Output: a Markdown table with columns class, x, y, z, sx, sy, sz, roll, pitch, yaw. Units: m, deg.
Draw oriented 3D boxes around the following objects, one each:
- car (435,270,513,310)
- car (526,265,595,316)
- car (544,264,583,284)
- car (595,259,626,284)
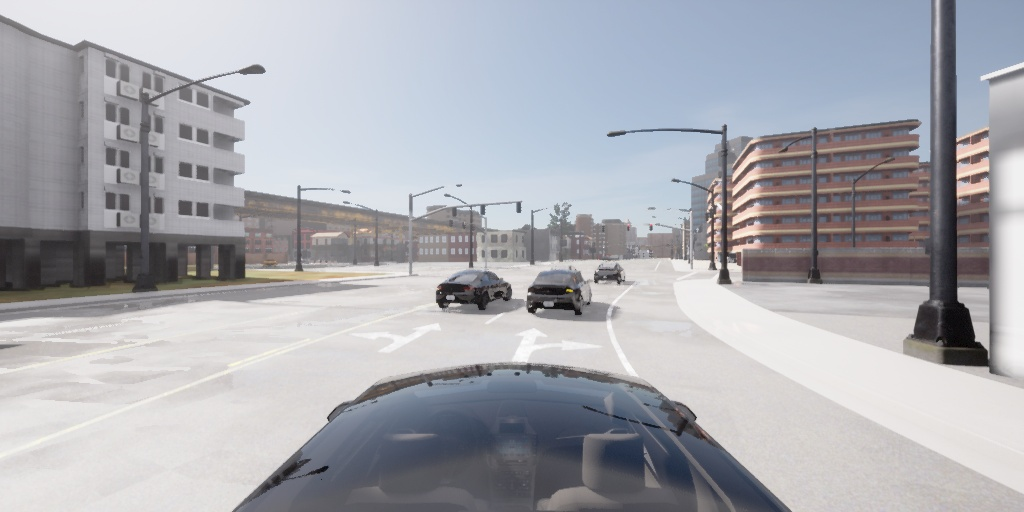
| class | x | y | z | sx | sy | sz | roll | pitch | yaw |
| --- | --- | --- | --- | --- | --- | --- | --- | --- | --- |
| car | -1.438 | 1.282 | 14.653 | 1.812 | 1.442 | 4.674 | 0 | 0 | 18 |
| car | 1.894 | 1.265 | 13.582 | 1.837 | 1.490 | 4.892 | 0 | 0 | 18 |
| car | 4.118 | 1.363 | 28.075 | 1.895 | 1.301 | 4.718 | 0 | 0 | 23 |
| car | 7.322 | 1.243 | 26.666 | 2.128 | 1.511 | 4.902 | 0 | 0 | 23 |
